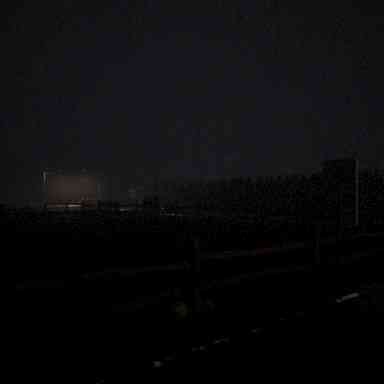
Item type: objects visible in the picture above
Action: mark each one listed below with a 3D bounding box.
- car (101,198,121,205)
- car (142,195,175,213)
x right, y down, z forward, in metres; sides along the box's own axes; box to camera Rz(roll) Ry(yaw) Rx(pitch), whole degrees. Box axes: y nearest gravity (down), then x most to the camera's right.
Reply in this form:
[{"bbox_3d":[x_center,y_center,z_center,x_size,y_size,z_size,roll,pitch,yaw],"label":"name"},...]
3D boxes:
[{"bbox_3d":[-13.034,1.611,52.951,1.882,1.535,5.008,-1,0,-35],"label":"car"},{"bbox_3d":[-4.049,1.380,40.323,2.150,2.045,5.566,-1,1,-35],"label":"car"}]
